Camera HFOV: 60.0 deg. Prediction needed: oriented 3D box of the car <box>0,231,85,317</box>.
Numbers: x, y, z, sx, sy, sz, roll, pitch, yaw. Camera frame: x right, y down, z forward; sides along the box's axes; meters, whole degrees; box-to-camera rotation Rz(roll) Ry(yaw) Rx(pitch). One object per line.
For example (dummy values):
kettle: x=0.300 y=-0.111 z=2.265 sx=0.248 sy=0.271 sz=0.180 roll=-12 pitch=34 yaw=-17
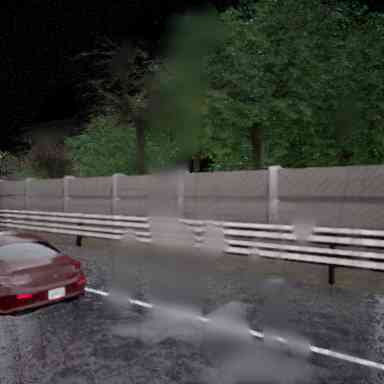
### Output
car: x=-4.155 y=1.551 z=6.955 sx=4.674 sy=1.442 sz=1.812 roll=0 pitch=0 yaw=35
